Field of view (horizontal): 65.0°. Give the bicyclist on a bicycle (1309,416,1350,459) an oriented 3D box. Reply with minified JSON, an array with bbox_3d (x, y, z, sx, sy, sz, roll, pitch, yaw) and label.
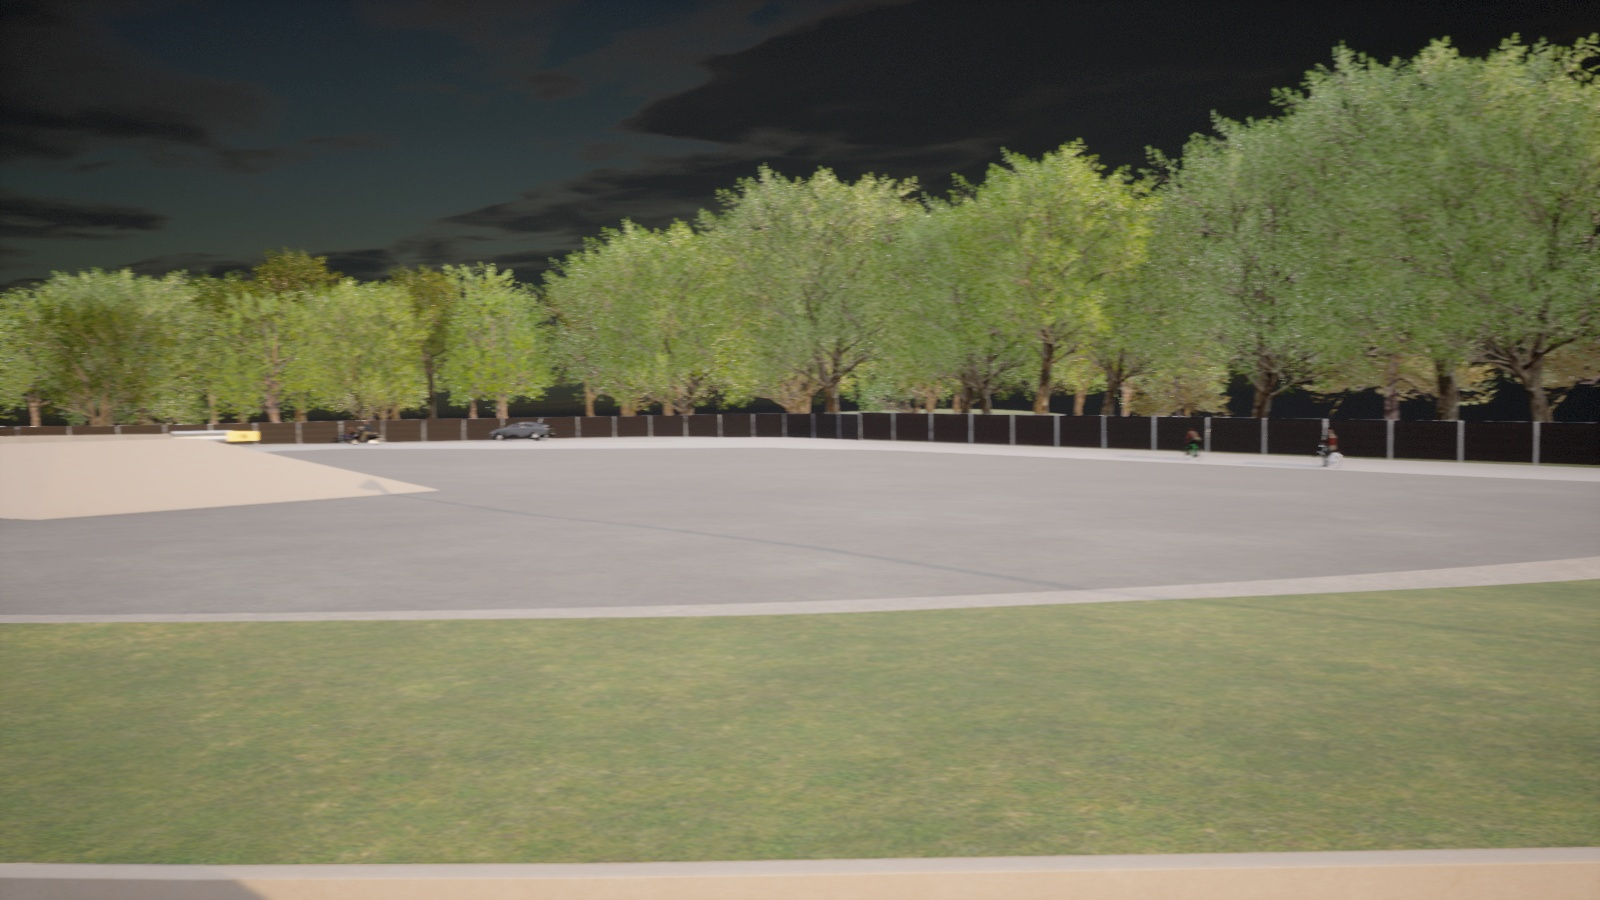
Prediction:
[{"bbox_3d":[23.684,-0.578,56.175,0.659,1.776,1.843,-4,4,-15],"label":"bicyclist on a bicycle"}]

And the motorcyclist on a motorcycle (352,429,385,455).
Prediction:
[{"bbox_3d":[-26.991,-0.502,78.498,1.817,1.590,0.866,-3,2,-26],"label":"motorcyclist on a motorcycle"}]

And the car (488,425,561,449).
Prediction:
[{"bbox_3d":[-20.981,-0.985,95.579,4.902,1.511,2.128,-2,2,10],"label":"car"}]
